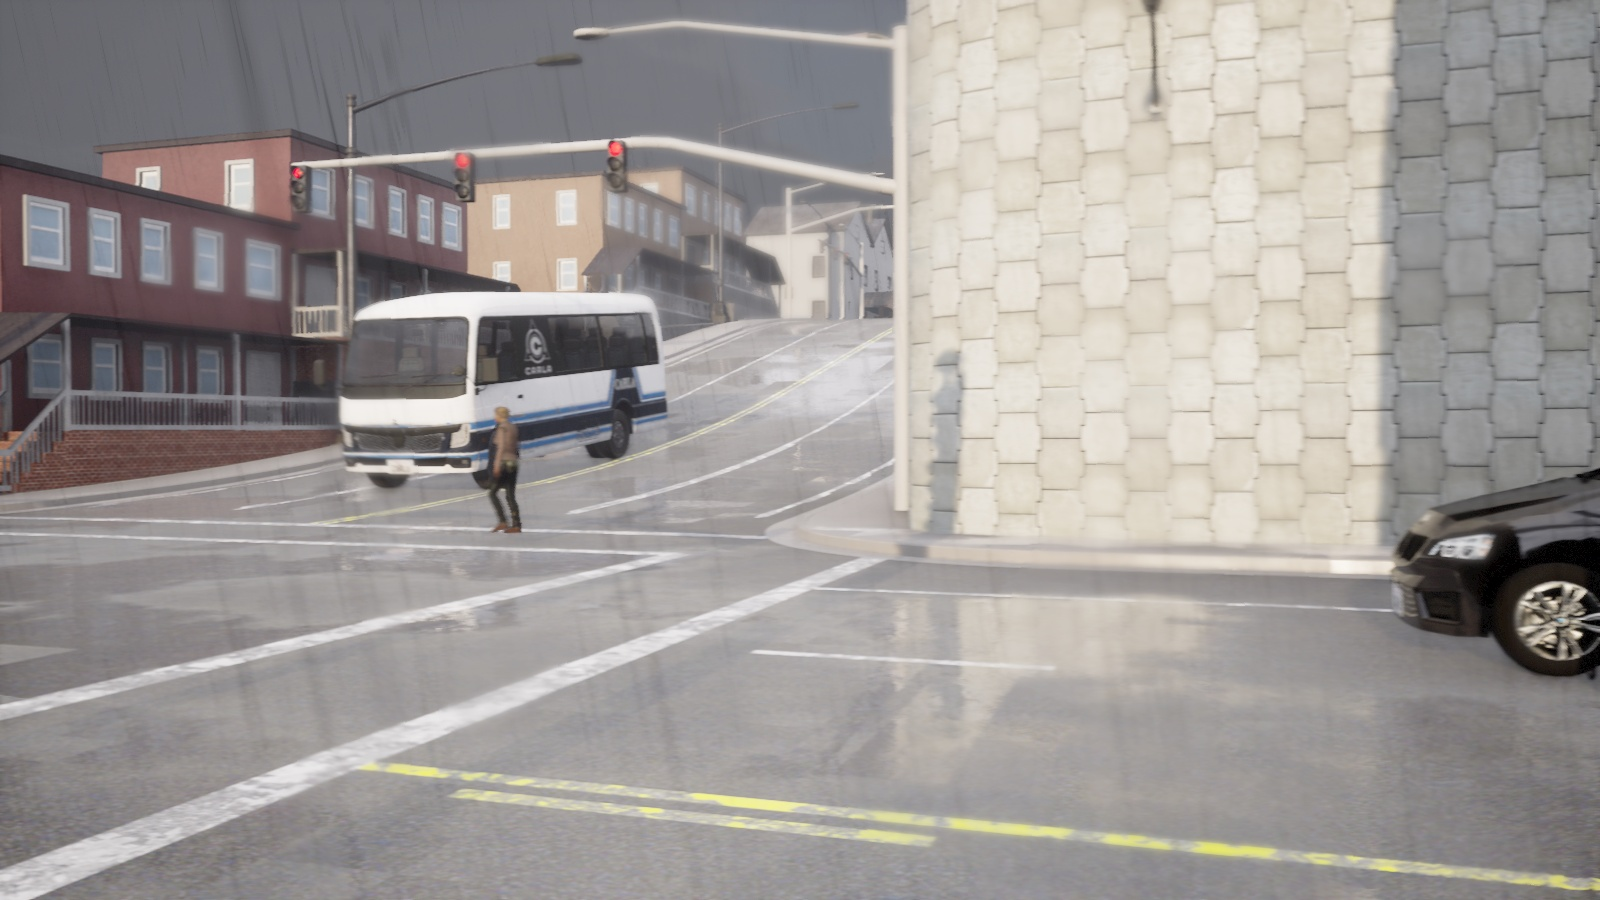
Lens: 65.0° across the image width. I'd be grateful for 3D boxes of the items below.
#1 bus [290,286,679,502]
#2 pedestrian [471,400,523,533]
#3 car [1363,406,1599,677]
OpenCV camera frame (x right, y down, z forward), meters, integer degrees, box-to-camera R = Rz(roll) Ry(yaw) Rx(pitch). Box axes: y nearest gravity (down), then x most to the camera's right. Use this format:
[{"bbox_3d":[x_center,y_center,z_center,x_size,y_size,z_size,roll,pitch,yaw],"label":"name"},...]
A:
[{"bbox_3d":[-6.874,-1.671,30.107,3.944,4.253,10.273,1,7,18],"label":"bus"},{"bbox_3d":[-4.263,0.220,17.696,0.634,1.846,0.331,1,1,19],"label":"pedestrian"},{"bbox_3d":[6.421,0.560,8.417,4.611,1.667,2.242,1,1,18],"label":"car"}]
